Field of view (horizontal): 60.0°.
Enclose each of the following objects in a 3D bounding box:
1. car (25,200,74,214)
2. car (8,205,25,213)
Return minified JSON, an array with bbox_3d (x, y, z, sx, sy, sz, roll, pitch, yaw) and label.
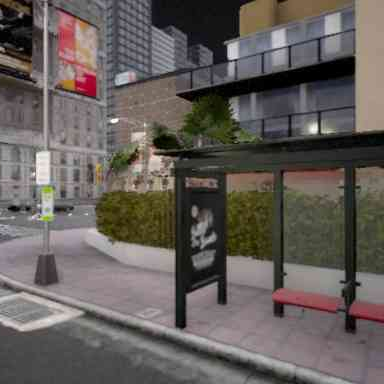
[{"bbox_3d":[-15.103,1.604,36.085,1.812,1.442,4.674,0,0,35],"label":"car"},{"bbox_3d":[-18.151,1.688,37.835,1.895,1.301,4.718,0,0,35],"label":"car"}]
